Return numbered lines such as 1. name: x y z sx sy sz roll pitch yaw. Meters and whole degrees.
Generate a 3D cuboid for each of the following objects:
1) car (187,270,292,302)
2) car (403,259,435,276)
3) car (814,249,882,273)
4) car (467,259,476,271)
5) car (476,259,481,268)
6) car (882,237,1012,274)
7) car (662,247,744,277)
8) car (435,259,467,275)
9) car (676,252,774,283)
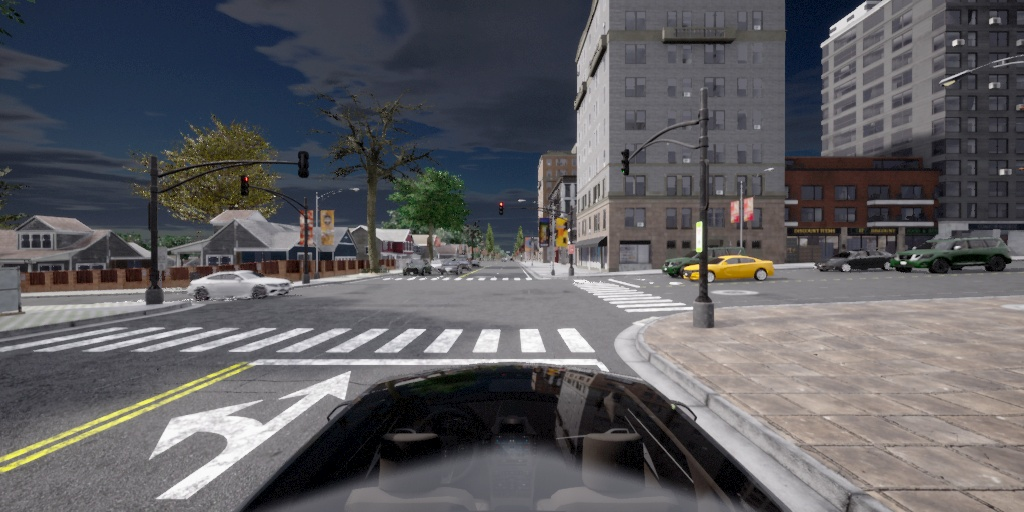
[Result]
1. car: -13.846 1.463 18.334 4.674 1.442 1.812 -2 0 1
2. car: -9.850 1.119 37.503 2.097 1.767 4.553 0 0 0
3. car: 23.923 0.340 25.017 4.892 1.490 1.837 -3 0 0
4. car: -6.605 1.334 49.296 2.033 1.411 5.357 0 0 0
5. car: -6.581 1.332 63.462 1.837 1.490 4.892 0 0 0
6. car: 26.526 -0.030 21.771 5.566 2.045 2.150 -2 0 0
7. car: 13.452 0.458 24.985 5.566 2.045 2.150 -2 0 0
8. car: -6.599 1.261 39.578 2.128 1.511 4.902 0 0 0
9. car: 13.032 0.741 21.737 5.008 1.535 1.882 -2 0 -1
